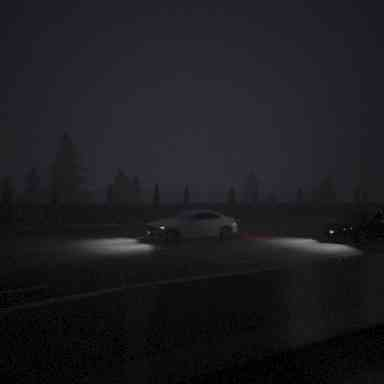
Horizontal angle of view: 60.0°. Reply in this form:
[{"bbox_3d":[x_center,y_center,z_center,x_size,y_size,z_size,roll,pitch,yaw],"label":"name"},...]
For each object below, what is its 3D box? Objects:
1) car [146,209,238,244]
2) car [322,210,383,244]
[{"bbox_3d":[0.092,1.582,16.138,4.674,1.442,1.812,1,0,-29],"label":"car"},{"bbox_3d":[8.773,1.665,16.724,4.892,1.490,1.837,1,0,-25],"label":"car"}]
